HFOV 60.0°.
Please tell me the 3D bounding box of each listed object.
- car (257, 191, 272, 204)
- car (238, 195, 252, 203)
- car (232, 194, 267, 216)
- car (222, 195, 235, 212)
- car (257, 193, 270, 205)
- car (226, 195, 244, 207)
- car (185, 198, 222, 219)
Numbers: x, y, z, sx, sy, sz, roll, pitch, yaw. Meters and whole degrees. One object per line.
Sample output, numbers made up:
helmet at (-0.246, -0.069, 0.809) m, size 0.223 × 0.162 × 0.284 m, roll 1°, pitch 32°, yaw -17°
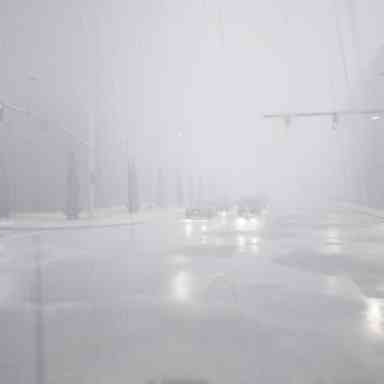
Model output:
car at (10.670, 0.811, 49.678) m, size 2.150 × 2.045 × 5.566 m, roll 0°, pitch 0°, yaw 15°
car at (9.363, 1.136, 58.096) m, size 1.895 × 1.301 × 4.718 m, roll 0°, pitch 0°, yaw 16°
car at (5.170, 1.243, 29.343) m, size 2.128 × 1.511 × 4.902 m, roll 0°, pitch 0°, yaw 15°
car at (3.034, 1.286, 34.882) m, size 1.994 × 1.385 × 4.181 m, roll 0°, pitch 0°, yaw 15°
car at (7.584, 1.185, 38.271) m, size 1.837 × 1.490 × 4.892 m, roll 0°, pitch 0°, yaw 15°
car at (5.901, 1.162, 45.513) m, size 1.812 × 1.442 × 4.674 m, roll 0°, pitch 0°, yaw 16°
car at (0.845, 1.351, 26.763) m, size 1.994 × 1.385 × 4.181 m, roll 0°, pitch 0°, yaw 15°
